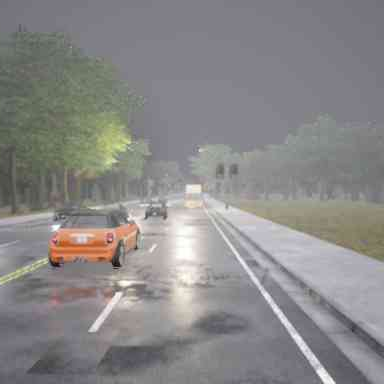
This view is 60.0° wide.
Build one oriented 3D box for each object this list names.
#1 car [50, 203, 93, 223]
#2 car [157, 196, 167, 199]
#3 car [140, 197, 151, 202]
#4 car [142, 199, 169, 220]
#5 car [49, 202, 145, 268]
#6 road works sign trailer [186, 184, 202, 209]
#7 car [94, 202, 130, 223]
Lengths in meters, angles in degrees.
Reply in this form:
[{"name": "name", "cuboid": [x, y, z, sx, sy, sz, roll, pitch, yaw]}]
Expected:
[{"name": "car", "cuboid": [-9.762, 1.658, 27.269, 1.994, 1.385, 4.181, 0, 0, 0]}, {"name": "car", "cuboid": [-6.027, 1.674, 68.067, 1.837, 1.490, 4.892, 0, 0, 1]}, {"name": "car", "cuboid": [-9.282, 1.700, 67.704, 2.128, 1.511, 4.902, 0, 0, 1]}, {"name": "car", "cuboid": [-3.053, 1.628, 29.594, 1.812, 1.442, 4.674, 0, 0, 0]}, {"name": "car", "cuboid": [-3.131, 1.390, 11.613, 2.097, 1.767, 4.553, 0, 0, 0]}, {"name": "road works sign trailer", "cuboid": [0.247, 0.624, 49.074, 2.380, 3.560, 2.880, 0, 0, 1]}, {"name": "car", "cuboid": [-6.511, 1.620, 27.490, 1.812, 1.442, 4.674, 0, 0, 0]}]
